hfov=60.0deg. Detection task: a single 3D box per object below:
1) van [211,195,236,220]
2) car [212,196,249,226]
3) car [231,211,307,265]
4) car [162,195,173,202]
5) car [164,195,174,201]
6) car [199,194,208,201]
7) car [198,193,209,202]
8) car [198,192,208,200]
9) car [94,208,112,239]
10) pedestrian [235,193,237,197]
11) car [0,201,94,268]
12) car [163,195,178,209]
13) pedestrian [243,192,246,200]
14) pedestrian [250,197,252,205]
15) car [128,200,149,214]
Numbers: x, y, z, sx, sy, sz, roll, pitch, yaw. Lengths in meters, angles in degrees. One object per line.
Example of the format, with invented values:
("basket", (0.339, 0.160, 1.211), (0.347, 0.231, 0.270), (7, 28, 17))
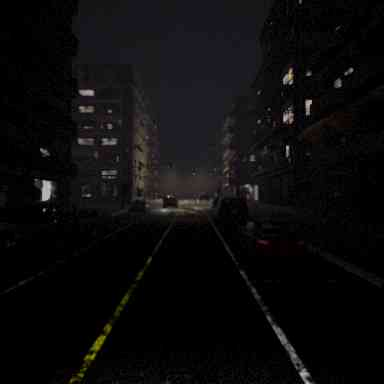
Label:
("van", (2.569, 1.227, 27.818), (1.690, 1.788, 3.998), (1, 0, 0))
("car", (2.567, 1.219, 22.286), (2.192, 1.841, 5.009), (1, 0, 0))
("car", (2.555, 1.529, 11.225), (1.802, 1.307, 4.206), (1, 0, 0))
("car", (-5.254, 1.322, 71.490), (1.947, 1.339, 4.313), (1, 0, 0))
("car", (-5.250, 1.307, 77.051), (1.947, 1.339, 4.313), (1, 0, 0))
("car", (2.630, 1.265, 77.259), (1.752, 1.417, 4.829), (1, 0, 0))
("car", (2.631, 1.071, 71.530), (2.192, 1.841, 5.009), (1, 0, 0))
("car", (2.636, 1.043, 82.654), (2.192, 1.841, 5.009), (1, 0, 0))
("car", (-5.288, 1.470, 16.816), (1.887, 1.381, 4.507), (1, 0, 0))
("pedestrian", (6.039, 0.961, 45.753), (0.375, 1.860, 0.375), (1, -1, 0))
("car", (-5.286, 1.263, 11.283), (2.192, 1.841, 5.009), (1, 0, 0))
("car", (-2.724, 1.386, 43.383), (2.033, 1.411, 5.357), (0, 0, 0))
("pedestrian", (7.039, 0.936, 44.553), (0.375, 1.860, 0.375), (1, -1, 0))
("pedestrian", (8.039, 1.235, 45.147), (0.500, 1.100, 0.500), (1, -1, 0))
("car", (-5.279, 1.451, 33.410), (1.802, 1.307, 4.206), (1, 0, 0))
